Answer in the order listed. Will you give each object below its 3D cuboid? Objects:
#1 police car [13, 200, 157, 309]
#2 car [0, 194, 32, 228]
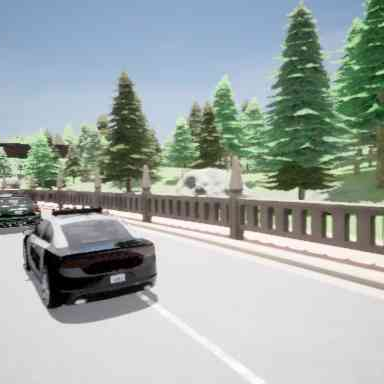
[{"bbox_3d":[-2.637,1.160,7.619,1.930,1.638,5.238,-3,3,-33],"label":"police car"},{"bbox_3d":[-9.009,0.873,16.367,2.097,1.767,4.553,-3,3,-39],"label":"car"}]
